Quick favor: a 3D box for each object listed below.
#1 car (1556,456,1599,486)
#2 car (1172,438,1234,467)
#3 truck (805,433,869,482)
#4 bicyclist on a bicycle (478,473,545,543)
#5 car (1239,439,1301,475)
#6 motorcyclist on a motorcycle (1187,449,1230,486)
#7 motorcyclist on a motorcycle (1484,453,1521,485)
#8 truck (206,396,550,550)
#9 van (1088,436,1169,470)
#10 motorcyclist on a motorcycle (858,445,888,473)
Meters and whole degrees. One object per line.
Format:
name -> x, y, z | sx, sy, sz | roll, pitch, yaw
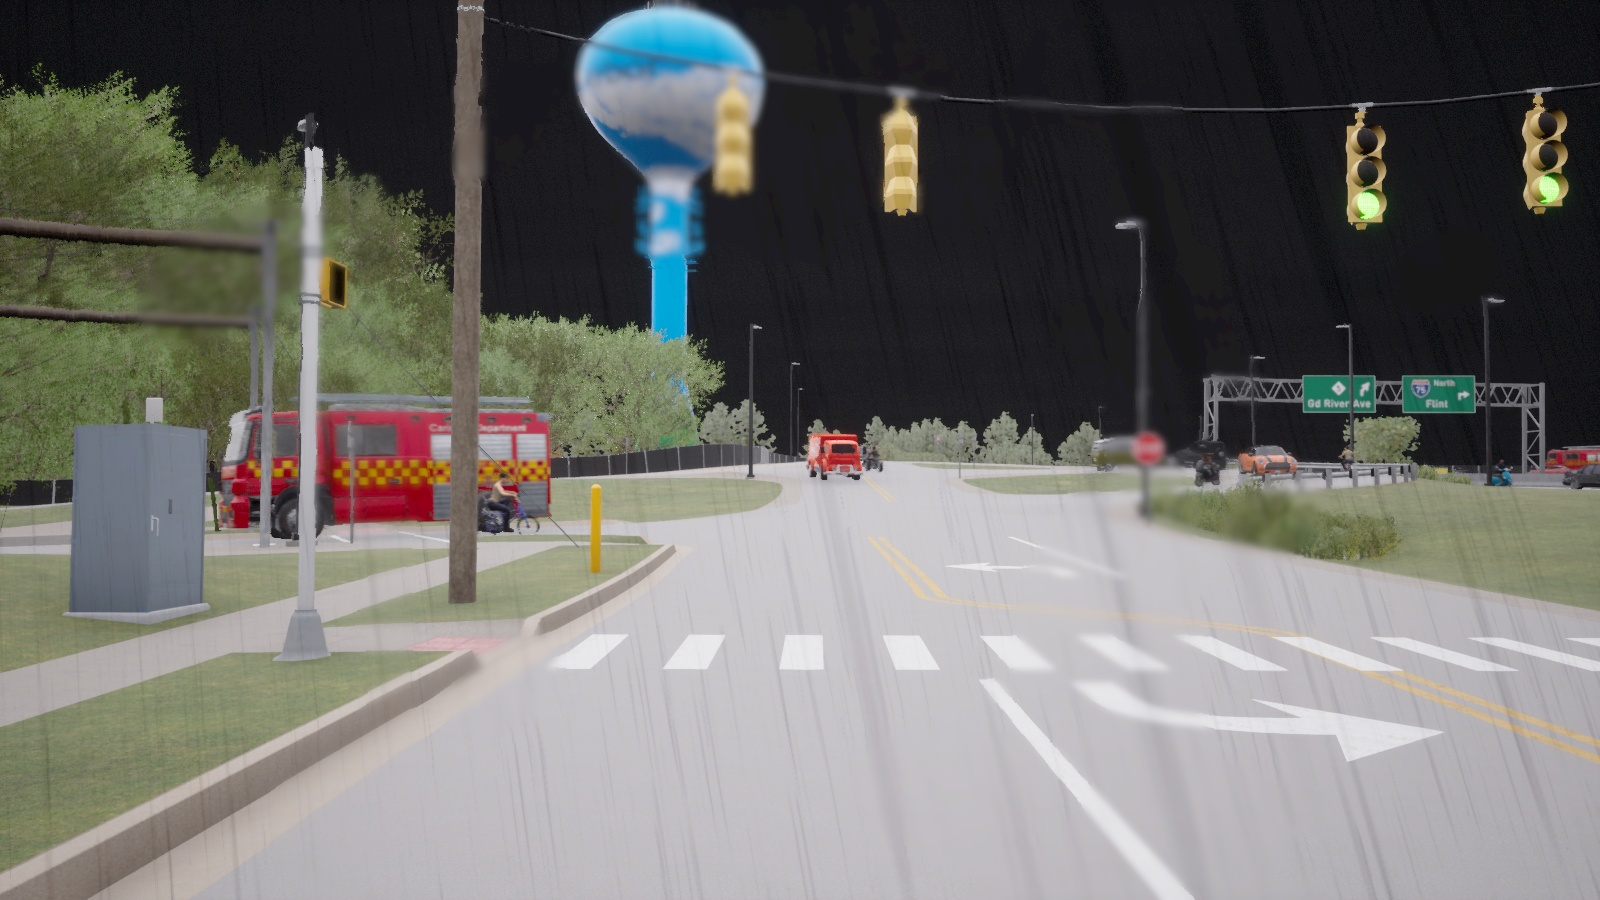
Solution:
car -> 38.795, 1.004, 60.061 | 2.033, 1.411, 5.357 | 0, -1, 1
car -> 26.822, 0.143, 83.661 | 1.905, 1.878, 3.866 | 0, 0, -20
truck -> 1.986, 0.353, 69.241 | 2.627, 2.467, 5.204 | 0, 2, -9
bicyclist on a bicycle -> -7.014, 1.391, 30.475 | 1.509, 1.612, 0.866 | -2, 1, -14
car -> 24.887, 0.352, 66.650 | 2.097, 1.767, 4.553 | -1, 1, 8
motorcyclist on a motorcycle -> 17.910, 0.758, 55.053 | 2.044, 1.523, 0.797 | -2, -1, -42
motorcyclist on a motorcycle -> 35.329, 0.980, 63.164 | 0.866, 1.590, 1.817 | 0, -1, 1
truck -> -11.499, 0.563, 34.615 | 8.468, 3.827, 2.891 | -1, -2, -32
van -> 20.094, 0.185, 76.939 | 4.442, 1.987, 1.775 | -1, 1, -6
motorcyclist on a motorcycle -> 4.478, 0.522, 77.604 | 0.766, 1.649, 2.350 | -2, 2, -25
